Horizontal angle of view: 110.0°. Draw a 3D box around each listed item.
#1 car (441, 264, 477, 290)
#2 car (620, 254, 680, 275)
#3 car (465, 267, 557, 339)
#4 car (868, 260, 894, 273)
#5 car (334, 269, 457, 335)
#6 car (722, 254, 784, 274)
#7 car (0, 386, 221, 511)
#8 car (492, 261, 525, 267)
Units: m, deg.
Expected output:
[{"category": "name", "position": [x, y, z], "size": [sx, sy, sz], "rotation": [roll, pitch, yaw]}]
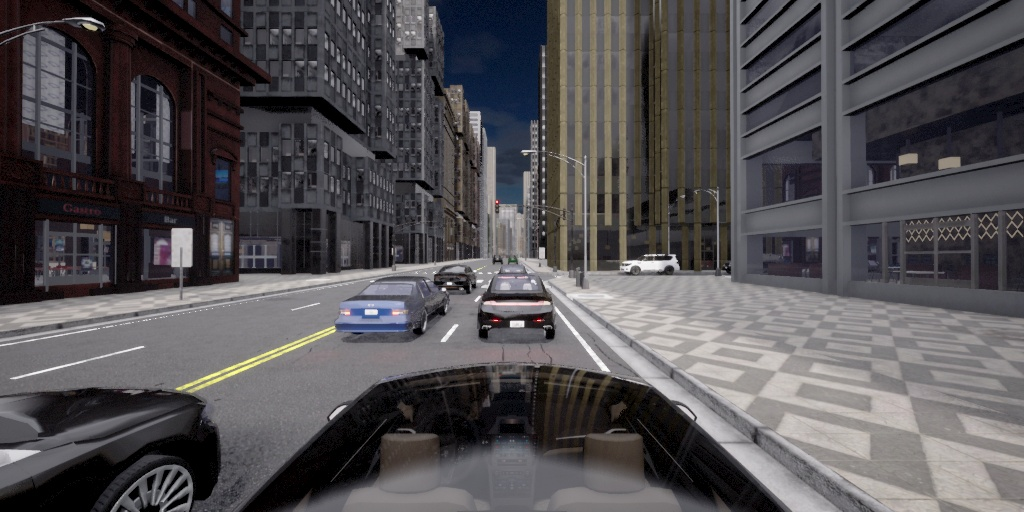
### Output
[{"category": "car", "position": [-3.101, 1.210, 20.263], "size": [1.882, 1.535, 5.008], "rotation": [0, 0, 0]}, {"category": "car", "position": [13.737, 0.859, 35.829], "size": [5.566, 2.045, 2.150], "rotation": [0, 0, 0]}, {"category": "car", "position": [0.120, 1.238, 10.074], "size": [2.128, 1.511, 4.902], "rotation": [0, 0, 0]}, {"category": "car", "position": [34.781, 1.098, 35.815], "size": [5.357, 1.411, 2.033], "rotation": [0, 0, 0]}, {"category": "car", "position": [-3.129, 1.293, 10.494], "size": [2.033, 1.411, 5.357], "rotation": [0, 0, 0]}, {"category": "car", "position": [24.164, 0.814, 35.829], "size": [5.566, 2.045, 2.150], "rotation": [0, 0, 0]}, {"category": "car", "position": [-3.149, 1.241, 0.751], "size": [2.128, 1.511, 4.902], "rotation": [0, 0, 0]}, {"category": "car", "position": [0.045, 1.225, 19.504], "size": [2.128, 1.511, 4.902], "rotation": [0, 0, 0]}]
